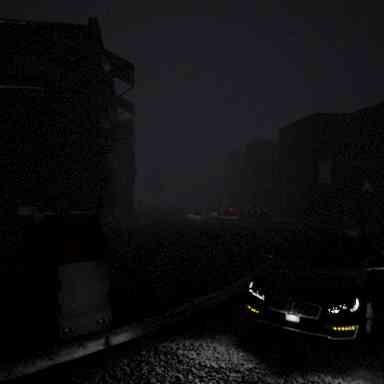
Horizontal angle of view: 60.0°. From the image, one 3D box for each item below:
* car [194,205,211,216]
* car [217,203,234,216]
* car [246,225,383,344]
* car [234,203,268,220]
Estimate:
[{"bbox_3d":[1.403,2.608,48.358,1.812,1.442,4.674,0,0,-9],"label":"car"},{"bbox_3d":[4.925,2.380,46.570,2.097,1.767,4.553,0,-1,-9],"label":"car"},{"bbox_3d":[2.693,1.511,6.758,1.837,1.490,4.892,1,1,32],"label":"car"},{"bbox_3d":[6.569,2.101,36.449,2.097,1.767,4.553,0,-2,-10],"label":"car"}]
